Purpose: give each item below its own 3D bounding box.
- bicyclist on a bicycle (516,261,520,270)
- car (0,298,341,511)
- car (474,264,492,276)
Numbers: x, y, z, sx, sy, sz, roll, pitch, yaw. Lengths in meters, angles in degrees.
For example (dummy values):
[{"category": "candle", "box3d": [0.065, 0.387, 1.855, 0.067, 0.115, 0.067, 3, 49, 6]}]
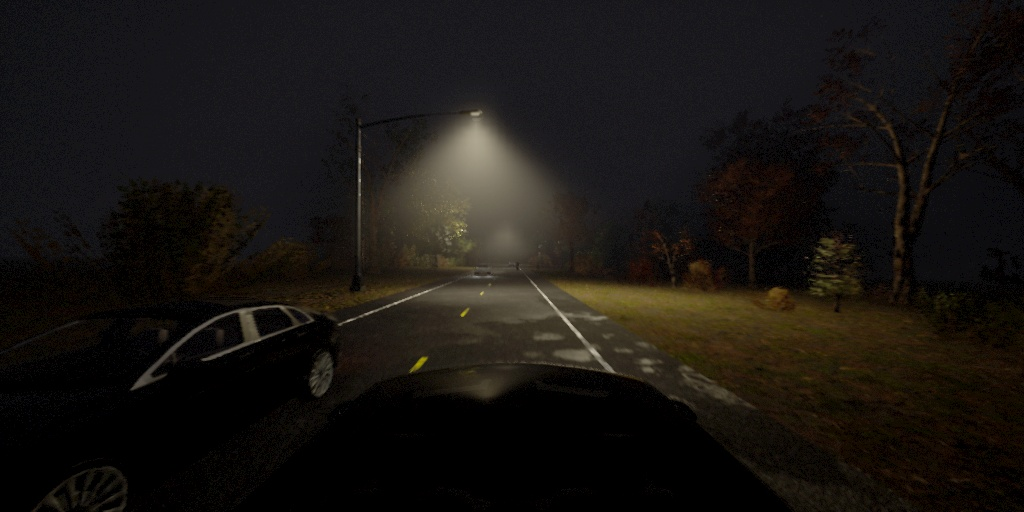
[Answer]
[{"category": "bicyclist on a bicycle", "box3d": [0.963, 1.734, 57.270, 0.582, 1.620, 1.656, 0, -1, 0]}, {"category": "car", "box3d": [-3.601, 1.260, 3.704, 2.128, 1.511, 4.902, 0, -1, 0]}, {"category": "car", "box3d": [-3.575, 1.680, 44.737, 1.812, 1.442, 4.674, 0, 0, 0]}]
